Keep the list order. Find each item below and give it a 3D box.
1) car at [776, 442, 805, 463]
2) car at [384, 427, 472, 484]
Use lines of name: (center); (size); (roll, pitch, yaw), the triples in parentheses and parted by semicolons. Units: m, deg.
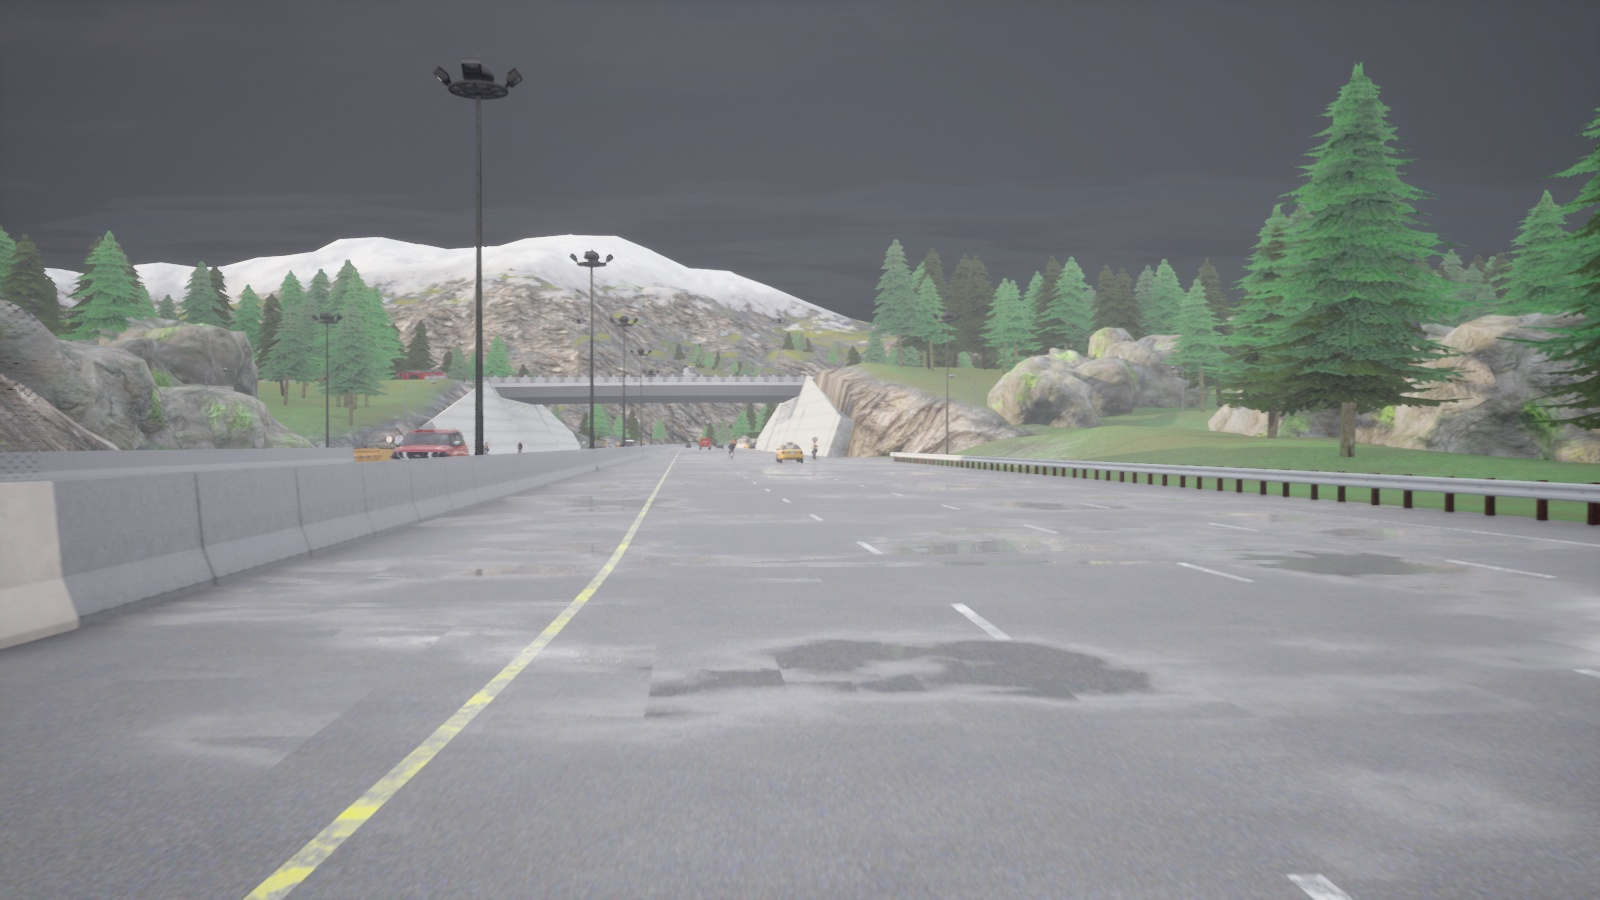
car: (-0.742, 0.154, 94.192); (1.801, 1.575, 5.366); (0, 0, -5)
car: (-14.063, 0.186, 47.796); (2.150, 2.045, 5.566); (0, 0, -5)
